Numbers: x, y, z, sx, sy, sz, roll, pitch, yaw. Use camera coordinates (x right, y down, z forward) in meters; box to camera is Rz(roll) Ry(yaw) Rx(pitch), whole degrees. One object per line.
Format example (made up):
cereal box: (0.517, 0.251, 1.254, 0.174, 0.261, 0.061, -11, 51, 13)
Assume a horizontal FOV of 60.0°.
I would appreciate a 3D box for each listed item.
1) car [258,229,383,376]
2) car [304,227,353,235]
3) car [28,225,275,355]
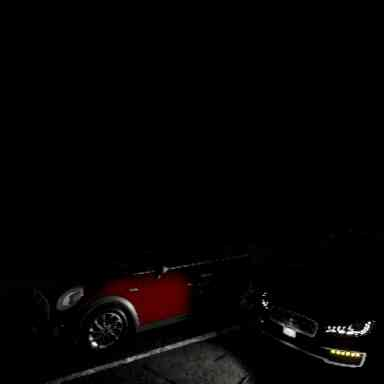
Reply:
car: (3.232, 1.564, 5.647, 4.892, 1.490, 1.837, 1, 0, -35)
car: (3.869, 1.667, 9.244, 4.206, 1.307, 1.802, 1, -1, -35)
car: (-0.700, 1.468, 6.033, 4.097, 1.590, 1.967, 1, -1, -35)
